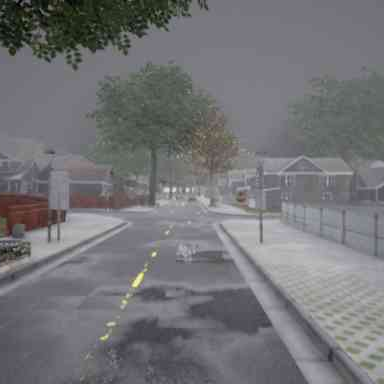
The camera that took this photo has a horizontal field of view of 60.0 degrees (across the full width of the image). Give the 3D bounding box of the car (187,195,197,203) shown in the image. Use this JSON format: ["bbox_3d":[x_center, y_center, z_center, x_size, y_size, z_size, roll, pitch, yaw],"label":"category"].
[{"bbox_3d":[-0.004,1.569,74.202,1.837,1.490,4.892,0,0,0],"label":"car"}]

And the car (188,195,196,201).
[{"bbox_3d":[-0.005,1.459,84.625,2.033,1.411,5.357,0,0,0],"label":"car"}]

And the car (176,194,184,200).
[{"bbox_3d":[-2.755,1.196,78.794,1.837,1.490,4.892,0,0,0],"label":"car"}]
